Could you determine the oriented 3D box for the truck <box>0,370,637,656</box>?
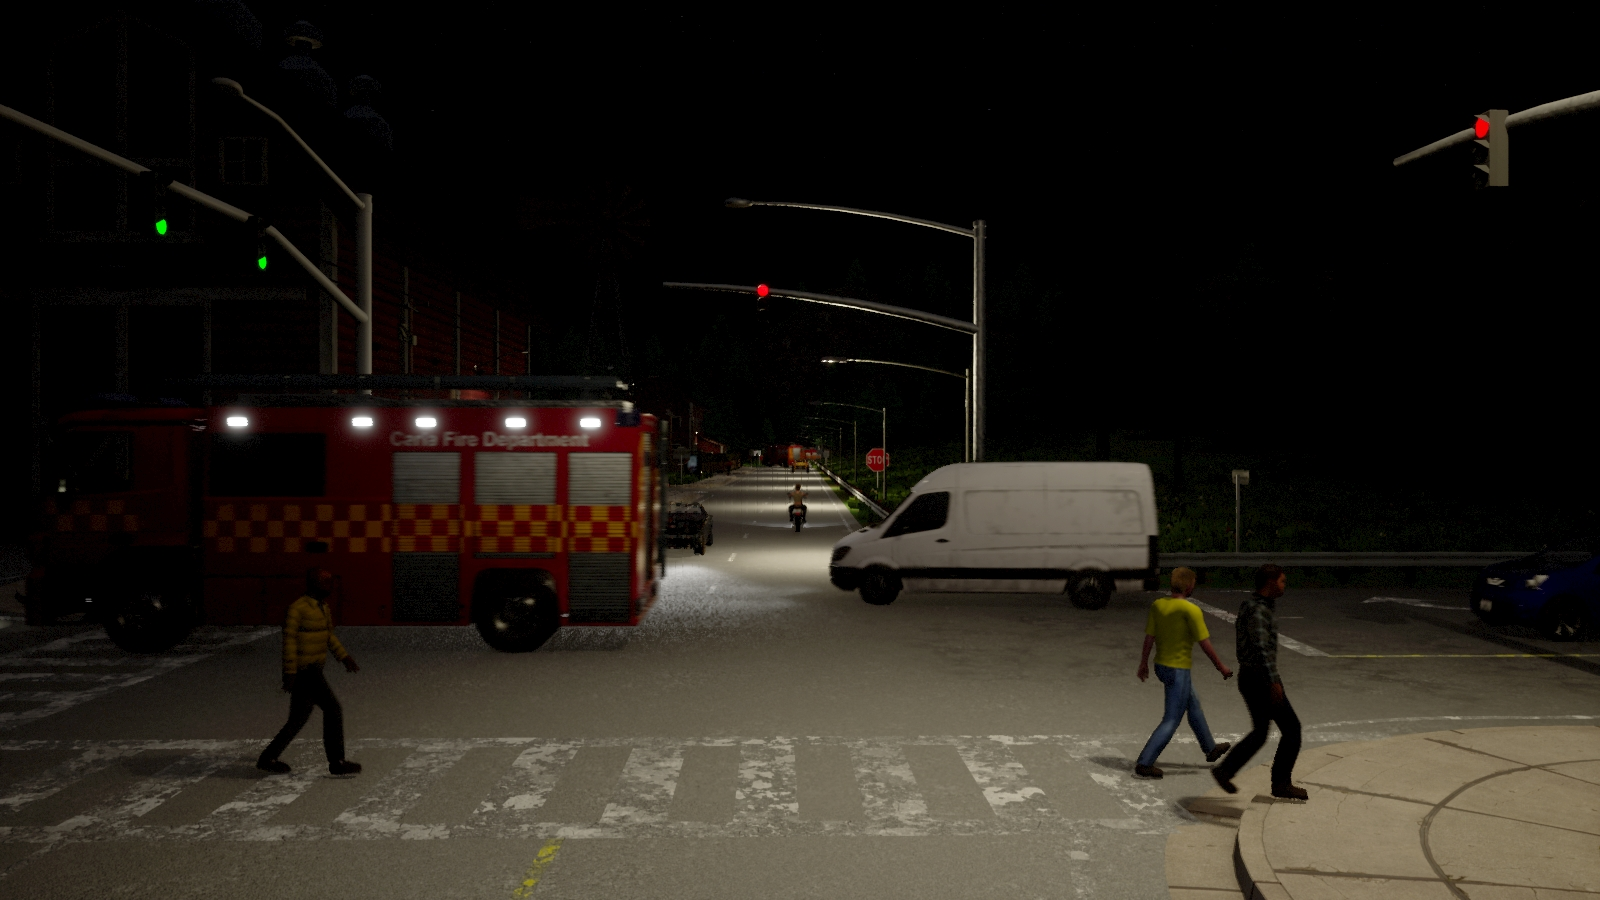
[{"bbox_3d":[-6.827,0.858,16.811,8.468,3.827,2.891,0,0,-1],"label":"truck"}]

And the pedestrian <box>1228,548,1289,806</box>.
[{"bbox_3d":[3.462,1.690,8.644,0.375,1.860,0.375,0,0,14],"label":"pedestrian"}]

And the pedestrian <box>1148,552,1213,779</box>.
[{"bbox_3d":[3.275,1.835,9.846,0.375,1.860,0.375,0,0,-21],"label":"pedestrian"}]

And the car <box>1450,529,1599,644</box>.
[{"bbox_3d":[12.098,2.000,17.156,3.633,1.501,1.845,0,0,-1],"label":"car"}]

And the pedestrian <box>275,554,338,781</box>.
[{"bbox_3d":[-4.191,1.828,9.710,0.375,1.860,0.375,0,0,-1],"label":"pedestrian"}]

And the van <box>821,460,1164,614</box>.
[{"bbox_3d":[3.472,1.502,20.967,5.915,2.561,1.988,0,1,11],"label":"van"}]

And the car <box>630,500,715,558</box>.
[{"bbox_3d":[-3.455,2.136,31.771,1.895,1.301,4.718,0,0,0],"label":"car"}]

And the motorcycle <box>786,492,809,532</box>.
[{"bbox_3d":[-0.082,2.146,39.852,0.764,1.277,2.356,0,0,1],"label":"motorcycle"}]
